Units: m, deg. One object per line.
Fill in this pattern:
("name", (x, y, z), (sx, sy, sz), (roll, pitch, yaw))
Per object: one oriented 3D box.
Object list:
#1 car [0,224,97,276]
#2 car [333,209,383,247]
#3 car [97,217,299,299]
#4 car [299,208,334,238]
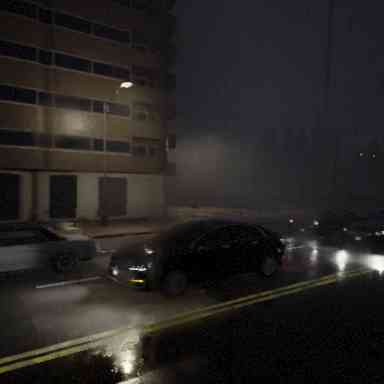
("car", (-5.067, 1.571, 8.973), (4.718, 1.301, 1.895), (0, 0, -35))
("car", (8.220, 1.493, 13.993), (4.674, 1.442, 1.812), (0, 0, -35))
("car", (0.346, 1.482, 8.510), (4.892, 1.490, 1.837), (0, 0, -35))
("car", (7.243, 1.557, 17.608), (4.718, 1.301, 1.895), (0, 0, -35))
